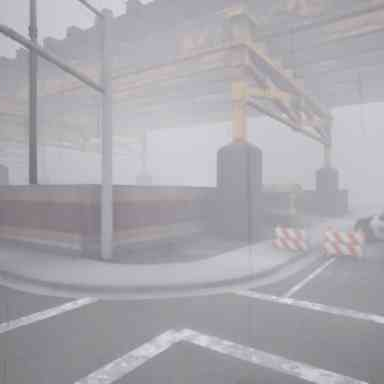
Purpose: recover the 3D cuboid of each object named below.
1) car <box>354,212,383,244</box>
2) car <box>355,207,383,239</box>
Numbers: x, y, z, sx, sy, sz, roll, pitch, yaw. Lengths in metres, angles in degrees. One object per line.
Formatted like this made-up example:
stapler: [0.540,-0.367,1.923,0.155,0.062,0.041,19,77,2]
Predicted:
car: [8.726,1.452,12.918,2.038,1.542,4.974,0,0,-11]
car: [8.715,1.295,12.968,1.853,1.218,4.536,0,0,-11]
